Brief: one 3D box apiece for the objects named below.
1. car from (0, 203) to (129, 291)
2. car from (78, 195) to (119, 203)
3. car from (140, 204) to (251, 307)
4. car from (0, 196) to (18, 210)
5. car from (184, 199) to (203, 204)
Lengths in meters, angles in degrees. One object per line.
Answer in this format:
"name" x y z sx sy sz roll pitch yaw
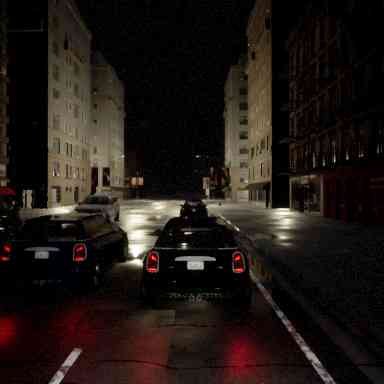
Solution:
"car" -3.148 1.353 9.156 2.097 1.767 4.553 0 0 1
"car" -6.588 1.229 23.559 2.150 2.045 5.566 0 0 0
"car" 0.101 1.353 8.160 2.097 1.767 4.553 0 0 1
"car" -9.844 1.225 14.815 2.150 2.045 5.566 0 0 0
"car" 0.118 1.361 26.112 2.097 1.767 4.553 0 0 0
